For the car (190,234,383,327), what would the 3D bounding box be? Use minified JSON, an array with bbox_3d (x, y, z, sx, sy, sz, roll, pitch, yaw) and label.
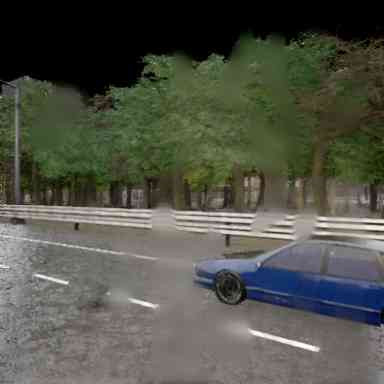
[{"bbox_3d":[2.586,1.549,6.328,5.357,1.411,2.033,0,0,35],"label":"car"}]
